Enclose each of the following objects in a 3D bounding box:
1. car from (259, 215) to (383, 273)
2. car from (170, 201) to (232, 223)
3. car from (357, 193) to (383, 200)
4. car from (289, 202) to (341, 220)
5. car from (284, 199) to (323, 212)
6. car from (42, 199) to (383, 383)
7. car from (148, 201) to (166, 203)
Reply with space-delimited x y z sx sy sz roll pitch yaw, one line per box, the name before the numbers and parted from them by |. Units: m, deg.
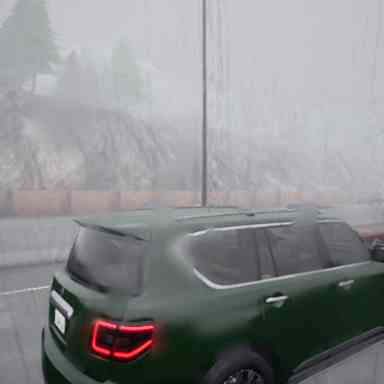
car | 4.641 1.588 11.348 4.718 1.301 1.895 0 0 -35
car | 0.769 1.505 26.036 4.674 1.442 1.812 0 0 -35
car | 29.594 1.150 55.110 5.566 2.045 2.150 0 0 -35
car | 10.666 1.568 28.795 4.718 1.301 1.895 0 0 -35
car | 13.160 1.558 39.166 4.718 1.301 1.895 0 0 -35
car | 1.025 1.217 4.479 5.566 2.045 2.150 0 0 -36
car | -3.595 1.544 31.520 4.181 1.385 1.994 0 0 -35
